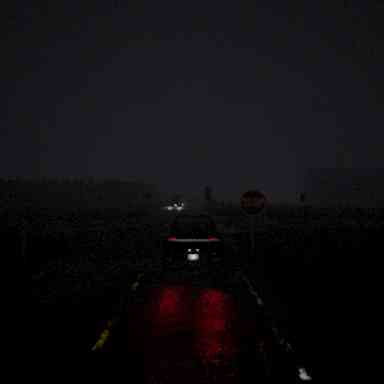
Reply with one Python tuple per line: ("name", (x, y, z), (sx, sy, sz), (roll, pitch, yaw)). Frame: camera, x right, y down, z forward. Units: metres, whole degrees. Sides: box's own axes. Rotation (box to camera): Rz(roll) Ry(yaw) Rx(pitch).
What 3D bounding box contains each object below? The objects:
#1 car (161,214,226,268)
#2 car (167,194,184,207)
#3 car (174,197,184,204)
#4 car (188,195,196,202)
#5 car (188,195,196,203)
("car", (0.055, 1.503, 11.237), (2.128, 1.511, 4.902), (0, 0, 1))
("car", (-2.812, 1.335, 55.353), (2.150, 2.045, 5.566), (0, -1, 0))
("car", (-2.746, 1.722, 70.624), (1.994, 1.385, 4.181), (0, 0, 0))
("car", (0.005, 1.592, 82.200), (2.128, 1.511, 4.902), (0, 0, 0))
("car", (0.004, 1.706, 71.781), (2.033, 1.411, 5.357), (0, 0, 0))
